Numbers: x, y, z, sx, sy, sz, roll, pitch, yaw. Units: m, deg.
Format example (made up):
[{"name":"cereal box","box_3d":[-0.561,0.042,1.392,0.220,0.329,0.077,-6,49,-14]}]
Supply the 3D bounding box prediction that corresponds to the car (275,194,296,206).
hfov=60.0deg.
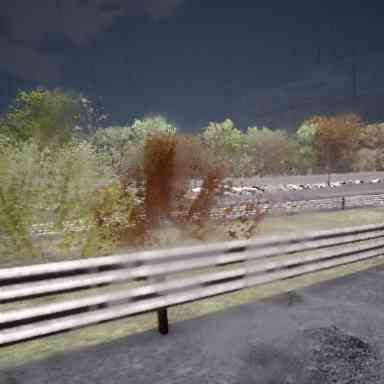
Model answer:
[{"name":"car","box_3d":[14.085,1.043,43.126,5.357,1.411,2.033,-4,2,-16]}]

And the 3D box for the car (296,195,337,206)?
[{"name":"car","box_3d":[15.177,1.112,39.798,4.181,1.385,1.994,-4,2,-16]}]

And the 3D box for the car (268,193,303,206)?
[{"name":"car","box_3d":[13.022,1.005,46.460,4.181,1.385,1.994,-4,2,-16]}]
